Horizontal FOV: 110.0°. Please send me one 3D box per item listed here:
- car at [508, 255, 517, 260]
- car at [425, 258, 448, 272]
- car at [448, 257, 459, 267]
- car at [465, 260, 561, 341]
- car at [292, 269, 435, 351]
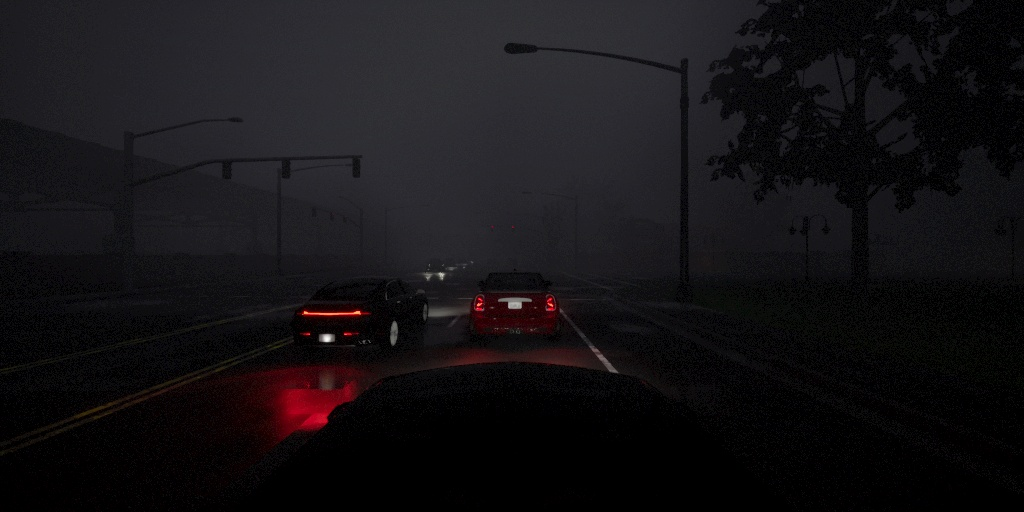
[{"bbox_3d":[0.071,1.045,62.717,2.128,1.511,4.902,0,1,0],"label":"car"},{"bbox_3d":[-9.404,1.069,43.637,2.097,1.767,4.553,0,0,-15],"label":"car"},{"bbox_3d":[-10.609,1.092,59.691,1.837,1.490,4.892,0,1,0],"label":"car"},{"bbox_3d":[0.075,1.102,9.990,2.097,1.767,4.553,0,0,0],"label":"car"},{"bbox_3d":[-3.421,1.255,8.997,1.837,1.490,4.892,0,0,-1],"label":"car"}]
